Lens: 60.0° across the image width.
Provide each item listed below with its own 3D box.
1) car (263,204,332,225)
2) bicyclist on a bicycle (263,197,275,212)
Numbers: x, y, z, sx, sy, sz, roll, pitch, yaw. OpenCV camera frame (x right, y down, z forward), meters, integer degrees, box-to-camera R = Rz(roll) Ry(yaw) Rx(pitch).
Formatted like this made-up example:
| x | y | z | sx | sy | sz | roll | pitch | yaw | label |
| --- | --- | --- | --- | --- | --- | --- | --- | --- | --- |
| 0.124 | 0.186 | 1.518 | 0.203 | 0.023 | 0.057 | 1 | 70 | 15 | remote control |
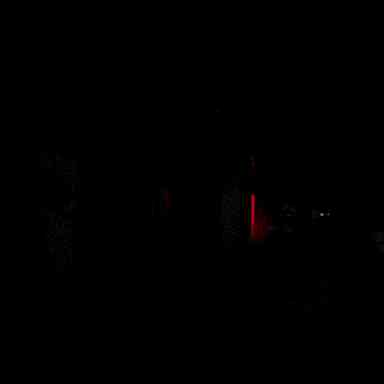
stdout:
| x | y | z | sx | sy | sz | roll | pitch | yaw | label |
| --- | --- | --- | --- | --- | --- | --- | --- | --- | --- |
| 7.415 | 1.545 | 24.068 | 2.033 | 1.411 | 5.357 | 0 | 0 | -26 | car |
| 7.475 | 1.347 | 32.164 | 1.656 | 1.620 | 0.582 | 0 | 0 | -36 | bicyclist on a bicycle |
